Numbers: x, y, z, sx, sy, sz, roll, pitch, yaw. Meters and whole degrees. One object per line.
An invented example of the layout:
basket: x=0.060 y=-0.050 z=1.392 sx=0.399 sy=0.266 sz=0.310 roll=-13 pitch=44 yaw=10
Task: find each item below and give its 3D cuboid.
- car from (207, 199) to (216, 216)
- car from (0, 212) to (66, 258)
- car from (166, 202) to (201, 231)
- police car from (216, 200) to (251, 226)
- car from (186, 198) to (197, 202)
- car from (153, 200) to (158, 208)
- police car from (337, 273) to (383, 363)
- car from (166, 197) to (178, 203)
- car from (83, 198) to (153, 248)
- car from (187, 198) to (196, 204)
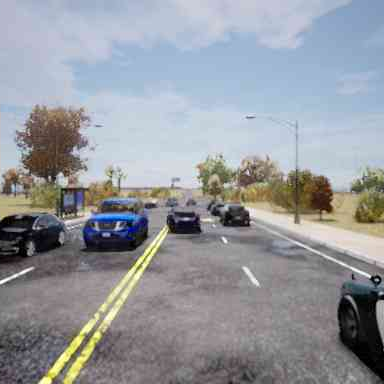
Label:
car: x=3.166 y=1.759 z=36.451 sx=2.163 sy=1.488 sz=4.792 roll=0 pitch=0 yaw=0
car: x=-6.614 y=1.602 z=13.246 sx=1.837 sy=1.490 sz=4.892 roll=0 pitch=0 yaw=0
car: x=-0.549 y=1.661 z=21.900 sx=2.163 sy=1.488 sz=4.792 roll=0 pitch=0 yaw=-5
police car: x=3.202 y=1.608 z=25.532 sx=1.930 sy=1.638 sz=5.238 roll=0 pitch=0 yaw=0
car: x=-0.113 y=1.938 z=62.058 sx=1.812 sy=1.442 sz=4.674 roll=0 pitch=0 yaw=0
car: x=-6.733 y=1.971 z=54.865 sx=1.895 sy=1.301 sz=4.718 roll=0 pitch=0 yaw=0
police car: x=3.251 y=1.531 z=3.407 sx=2.038 sy=1.542 sz=4.974 roll=0 pitch=0 yaw=0
car: x=-3.481 y=1.744 z=58.762 sx=2.097 sy=1.767 sz=4.553 roll=0 pitch=0 yaw=0
car: x=-3.369 y=1.337 z=15.807 sx=2.150 sy=2.045 sz=5.566 roll=0 pitch=0 yaw=0
car: x=-0.215 y=2.033 z=76.719 sx=2.033 sy=1.411 sz=5.357 roll=0 pitch=0 yaw=0
